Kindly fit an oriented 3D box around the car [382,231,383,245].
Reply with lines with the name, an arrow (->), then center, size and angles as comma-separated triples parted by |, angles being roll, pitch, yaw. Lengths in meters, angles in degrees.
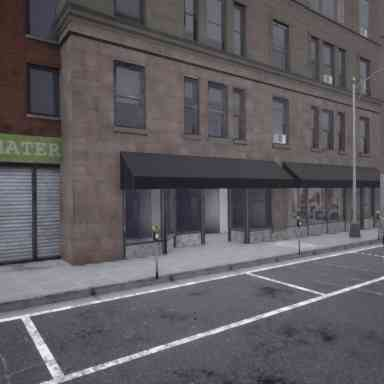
car -> 9.271, 1.540, 13.189 | 4.507, 1.381, 1.887 | 0, -1, -36
